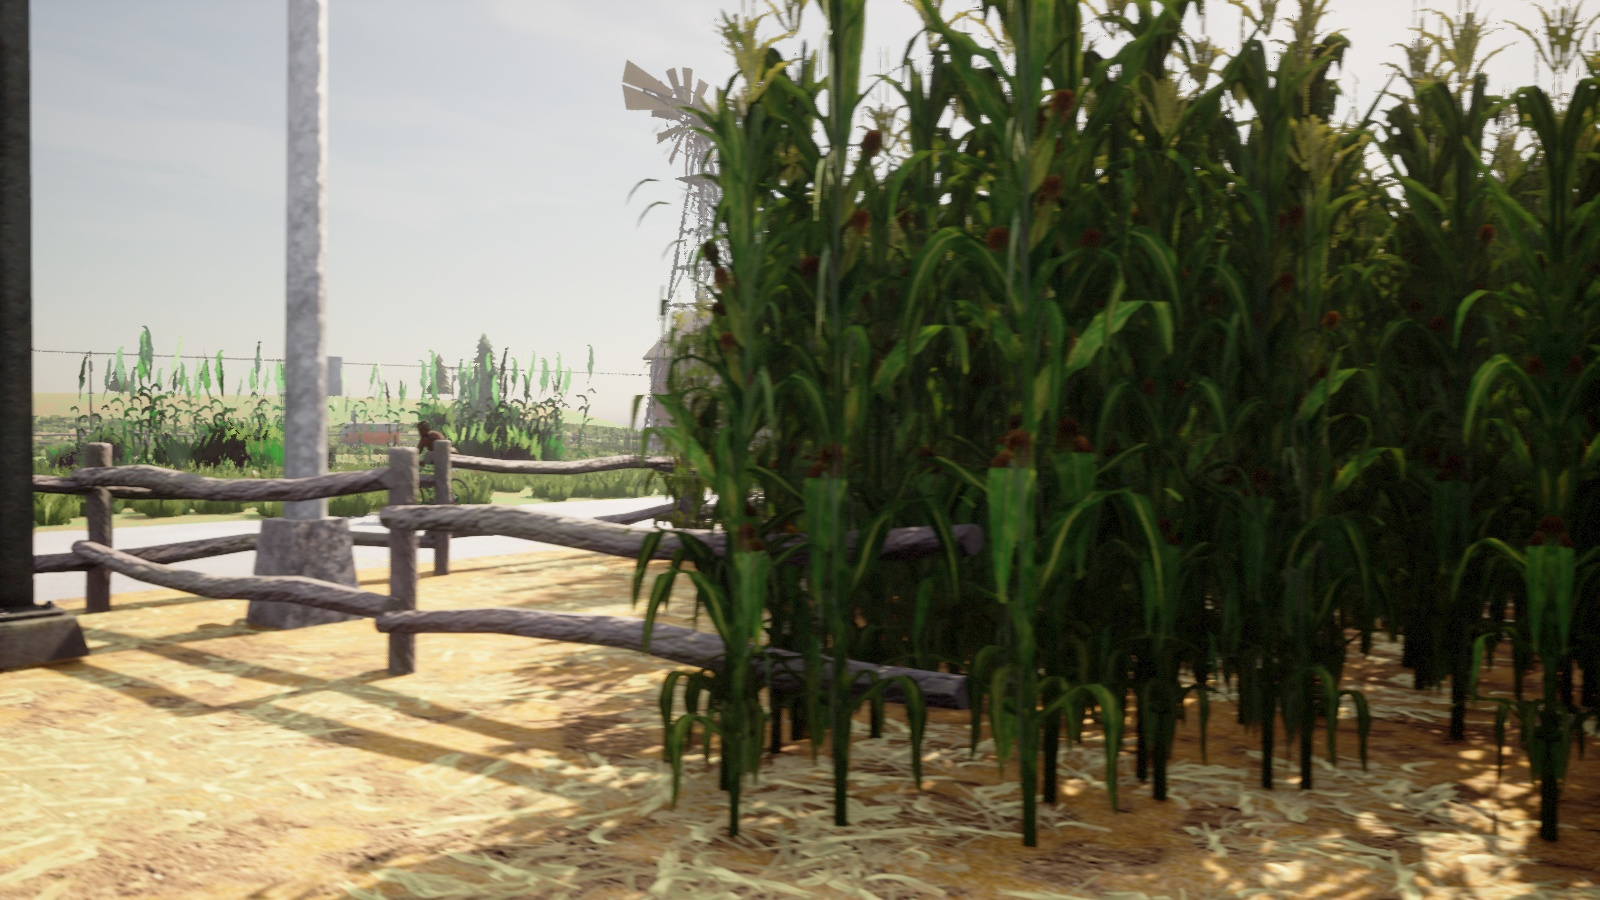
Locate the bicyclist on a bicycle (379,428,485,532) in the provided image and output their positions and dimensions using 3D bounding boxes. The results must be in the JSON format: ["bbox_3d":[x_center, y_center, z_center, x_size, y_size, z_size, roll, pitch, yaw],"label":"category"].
[{"bbox_3d":[-5.963,0.458,20.427,0.582,1.620,1.656,0,1,34],"label":"bicyclist on a bicycle"}]

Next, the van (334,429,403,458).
[{"bbox_3d":[-31.560,-0.493,91.896,1.775,1.987,4.442,0,1,39],"label":"van"}]
